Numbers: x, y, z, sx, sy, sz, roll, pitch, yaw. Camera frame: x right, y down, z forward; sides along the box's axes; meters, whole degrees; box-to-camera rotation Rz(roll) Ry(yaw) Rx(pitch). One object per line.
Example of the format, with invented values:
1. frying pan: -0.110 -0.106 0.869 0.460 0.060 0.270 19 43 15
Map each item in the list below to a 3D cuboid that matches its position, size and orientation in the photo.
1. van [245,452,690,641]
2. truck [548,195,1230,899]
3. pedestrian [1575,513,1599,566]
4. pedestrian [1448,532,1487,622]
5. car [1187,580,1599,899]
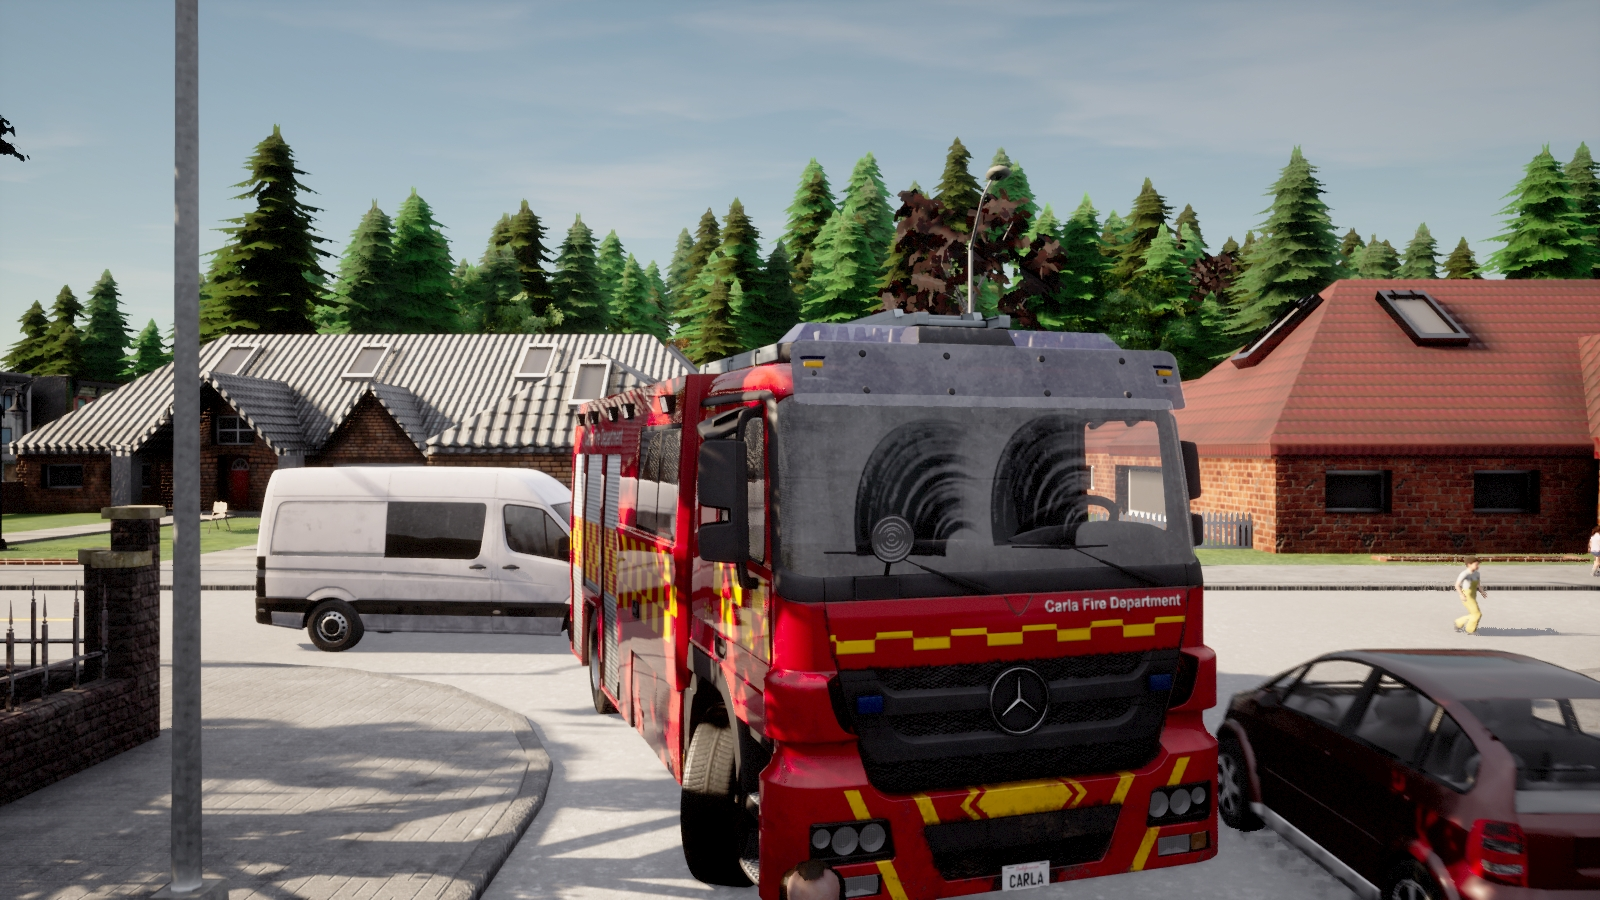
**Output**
1. van: -4.701 1.314 16.673 5.915 2.561 1.988 0 0 4
2. truck: -0.279 0.670 10.050 2.891 3.827 8.468 0 0 -19
3. pedestrian: 16.995 1.905 24.430 0.500 1.100 0.500 0 0 1
4. pedestrian: 10.105 1.909 17.297 0.375 1.300 0.375 0 0 -31
5. car: 3.991 1.805 7.212 1.789 1.549 3.705 0 0 -1
